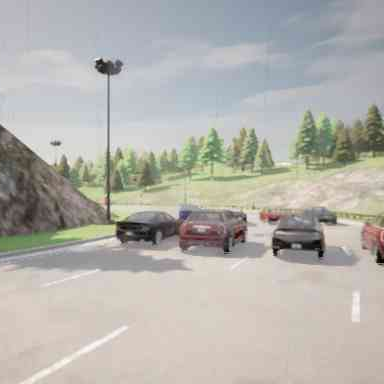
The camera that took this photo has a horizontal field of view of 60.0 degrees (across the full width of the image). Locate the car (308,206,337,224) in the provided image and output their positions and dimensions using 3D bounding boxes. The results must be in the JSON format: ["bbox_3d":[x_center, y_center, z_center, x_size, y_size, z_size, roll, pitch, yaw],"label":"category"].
[{"bbox_3d":[10.259,1.876,27.433,1.994,1.385,4.181,0,-1,0],"label":"car"}]

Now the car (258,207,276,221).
[{"bbox_3d":[6.778,1.916,27.424,1.895,1.301,4.718,0,-1,0],"label":"car"}]

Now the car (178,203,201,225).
[{"bbox_3d":[-0.249,1.815,28.730,1.882,1.535,5.008,0,0,-1],"label":"car"}]

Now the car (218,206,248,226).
[{"bbox_3d":[3.282,1.921,27.581,1.895,1.301,4.718,0,-1,0],"label":"car"}]

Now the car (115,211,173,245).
[{"bbox_3d":[-1.935,1.677,16.799,1.882,1.535,5.008,0,-1,19],"label":"car"}]

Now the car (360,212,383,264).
[{"bbox_3d":[7.564,1.487,12.188,2.097,1.767,4.553,0,-1,20],"label":"car"}]

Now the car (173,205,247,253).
[{"bbox_3d":[1.090,1.525,14.842,2.097,1.767,4.553,0,-1,20],"label":"car"}]

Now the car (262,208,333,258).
[{"bbox_3d":[4.359,1.649,13.588,2.128,1.511,4.902,0,-1,20],"label":"car"}]
